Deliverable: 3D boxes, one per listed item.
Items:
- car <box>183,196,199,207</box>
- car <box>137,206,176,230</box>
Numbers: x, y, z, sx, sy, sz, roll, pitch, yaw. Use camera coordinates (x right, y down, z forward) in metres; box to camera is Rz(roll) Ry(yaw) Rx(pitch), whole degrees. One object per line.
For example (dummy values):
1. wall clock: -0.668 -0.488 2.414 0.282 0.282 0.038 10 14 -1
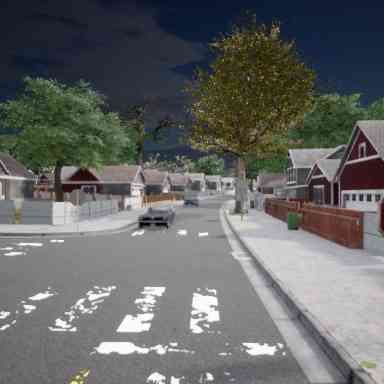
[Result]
1. car: -0.039 1.340 47.390 2.033 1.411 5.357 0 0 6
2. car: -2.166 1.582 21.320 1.895 1.301 4.718 0 0 3
